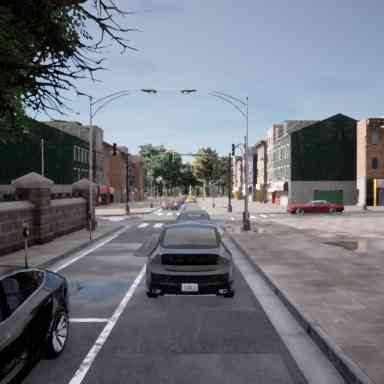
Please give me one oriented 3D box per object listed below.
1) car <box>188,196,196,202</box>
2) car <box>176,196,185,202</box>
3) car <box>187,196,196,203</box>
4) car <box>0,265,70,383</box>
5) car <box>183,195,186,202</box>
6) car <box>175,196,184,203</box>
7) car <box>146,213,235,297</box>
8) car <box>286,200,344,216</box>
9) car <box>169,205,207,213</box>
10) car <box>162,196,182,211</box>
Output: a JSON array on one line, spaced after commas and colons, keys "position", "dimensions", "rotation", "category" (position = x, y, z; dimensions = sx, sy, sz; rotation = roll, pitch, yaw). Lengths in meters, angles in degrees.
[{"position": [-0.045, 1.671, 82.173], "dimensions": [2.033, 1.411, 5.357], "rotation": [0, 0, 0], "category": "car"}, {"position": [-2.690, 1.690, 79.628], "dimensions": [1.947, 1.339, 4.313], "rotation": [-1, 0, 0], "category": "car"}, {"position": [-0.028, 1.582, 71.739], "dimensions": [1.882, 1.535, 5.008], "rotation": [0, 0, 0], "category": "car"}, {"position": [-2.646, 1.565, 3.265], "dimensions": [1.947, 1.339, 4.313], "rotation": [-1, 0, 0], "category": "car"}, {"position": [-2.681, 1.628, 63.324], "dimensions": [1.887, 1.381, 4.507], "rotation": [-1, 0, 0], "category": "car"}, {"position": [-2.687, 1.655, 74.194], "dimensions": [1.887, 1.381, 4.507], "rotation": [-1, 0, 0], "category": "car"}, {"position": [-0.027, 1.505, 8.537], "dimensions": [1.837, 1.490, 4.892], "rotation": [0, 0, 0], "category": "car"}, {"position": [10.941, 1.428, 29.863], "dimensions": [4.718, 1.301, 1.895], "rotation": [-1, 1, 0], "category": "car"}, {"position": [0.091, 1.552, 16.005], "dimensions": [2.033, 1.411, 5.357], "rotation": [0, 0, 0], "category": "car"}, {"position": [-2.670, 1.478, 41.586], "dimensions": [1.967, 1.590, 4.097], "rotation": [-1, 0, 0], "category": "car"}]
